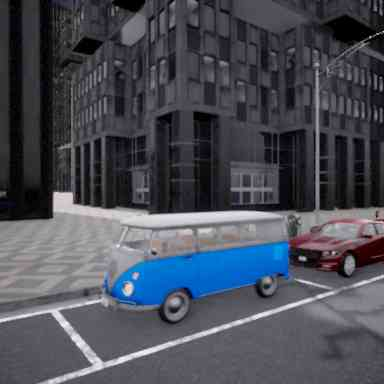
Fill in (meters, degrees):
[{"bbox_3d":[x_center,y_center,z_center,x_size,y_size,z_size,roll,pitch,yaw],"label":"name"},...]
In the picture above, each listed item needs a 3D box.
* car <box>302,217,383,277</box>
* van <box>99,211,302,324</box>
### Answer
[{"bbox_3d":[4.734,1.485,10.018,4.507,1.381,1.887,0,0,-35],"label":"car"},{"bbox_3d":[0.243,1.316,6.818,3.998,1.788,1.690,0,0,-35],"label":"van"}]
